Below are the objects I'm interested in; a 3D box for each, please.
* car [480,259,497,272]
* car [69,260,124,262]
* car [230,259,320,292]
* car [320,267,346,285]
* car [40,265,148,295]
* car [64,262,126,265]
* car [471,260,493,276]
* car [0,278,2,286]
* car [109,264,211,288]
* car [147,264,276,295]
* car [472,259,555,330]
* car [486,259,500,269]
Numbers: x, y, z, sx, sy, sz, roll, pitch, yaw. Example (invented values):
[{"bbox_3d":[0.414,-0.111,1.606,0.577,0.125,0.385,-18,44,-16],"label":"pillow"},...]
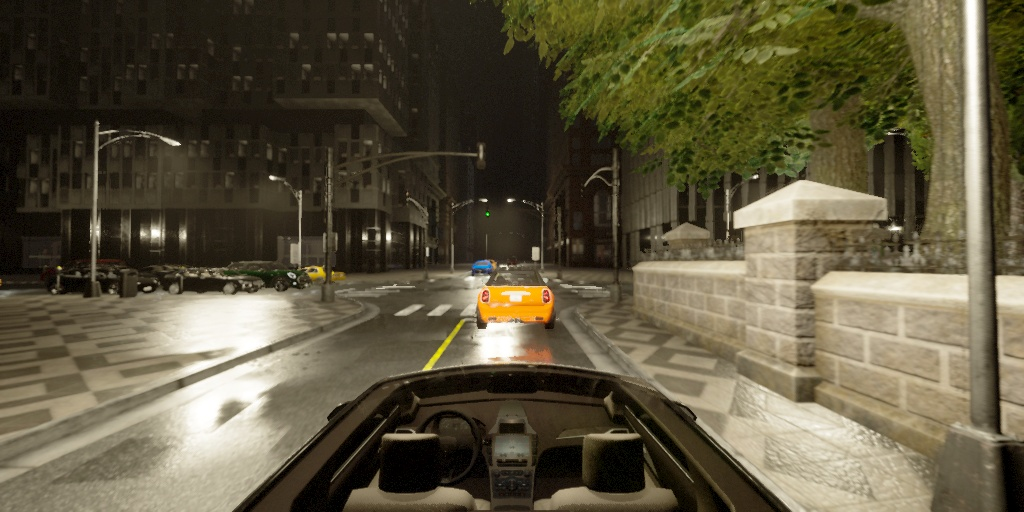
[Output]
[{"bbox_3d":[-3.080,1.242,47.372,1.882,1.535,5.008,0,0,0],"label":"car"},{"bbox_3d":[-31.138,1.178,26.287,5.009,1.841,2.192,0,0,0],"label":"car"},{"bbox_3d":[-13.882,1.078,20.348,4.553,1.767,2.097,0,-1,0],"label":"car"},{"bbox_3d":[-14.771,1.367,26.198,4.829,1.417,1.751,0,0,0],"label":"car"},{"bbox_3d":[-20.151,1.248,17.704,4.313,1.339,1.948,0,0,0],"label":"car"},{"bbox_3d":[-22.965,1.243,20.397,4.892,1.490,1.837,0,-1,0],"label":"car"},{"bbox_3d":[-3.092,1.233,37.924,1.882,1.535,5.008,0,0,1],"label":"car"},{"bbox_3d":[-32.471,1.229,20.457,5.008,1.535,1.882,0,-1,0],"label":"car"},{"bbox_3d":[-23.036,1.306,23.618,4.892,1.490,1.837,0,-1,0],"label":"car"},{"bbox_3d":[-14.638,1.225,17.674,4.403,1.370,2.007,0,0,0],"label":"car"},{"bbox_3d":[0.100,1.096,11.292,2.097,1.767,4.553,0,0,0],"label":"car"},{"bbox_3d":[-3.003,1.274,57.803,2.128,1.511,4.902,0,0,0],"label":"car"}]
